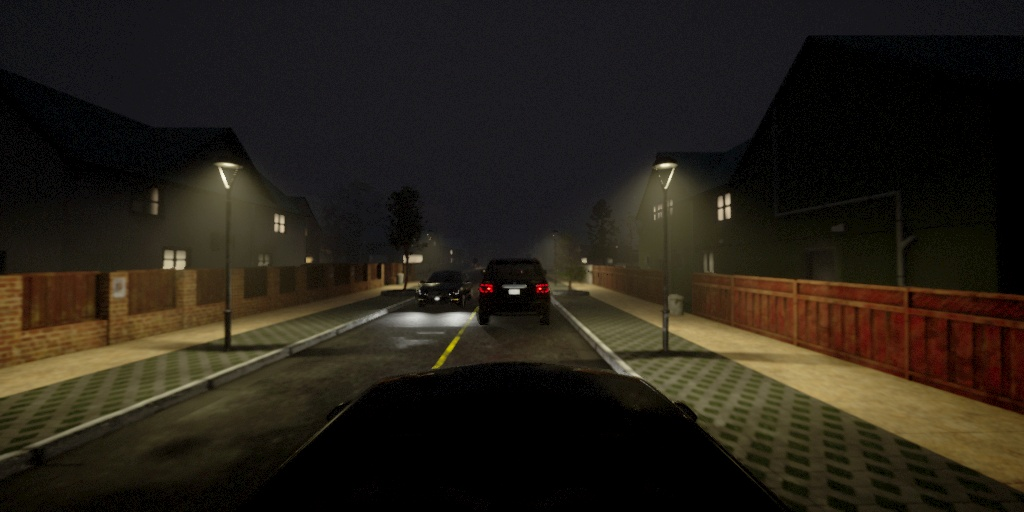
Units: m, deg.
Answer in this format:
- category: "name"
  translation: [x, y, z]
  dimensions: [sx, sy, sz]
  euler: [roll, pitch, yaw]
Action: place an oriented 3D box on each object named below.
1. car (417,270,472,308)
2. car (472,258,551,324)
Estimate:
- category: "car"
  translation: [-2.868, 1.409, 16.141]
  dimensions: [1.837, 1.490, 4.892]
  euler: [0, -1, 0]
- category: "car"
  translation: [0.075, 1.087, 12.519]
  dimensions: [2.150, 2.045, 5.566]
  euler: [0, 0, 0]
